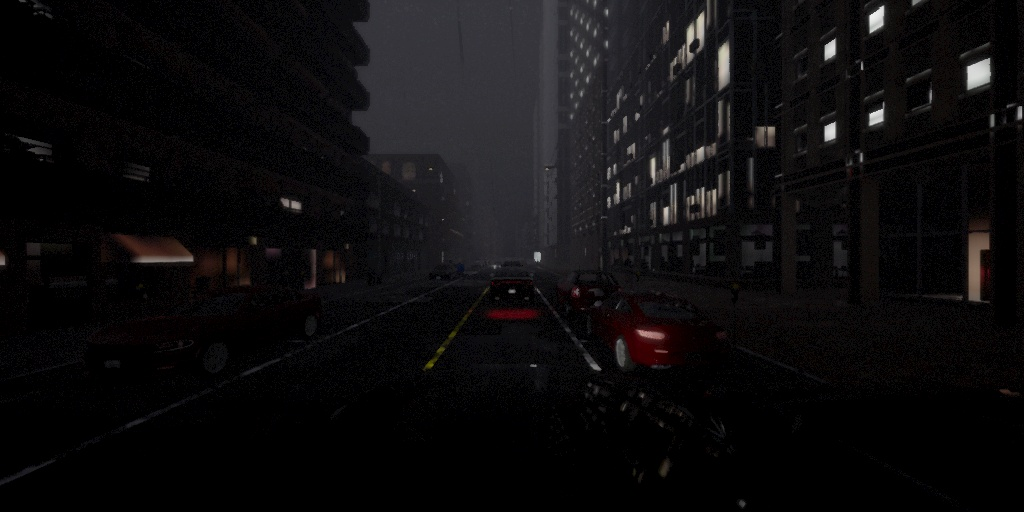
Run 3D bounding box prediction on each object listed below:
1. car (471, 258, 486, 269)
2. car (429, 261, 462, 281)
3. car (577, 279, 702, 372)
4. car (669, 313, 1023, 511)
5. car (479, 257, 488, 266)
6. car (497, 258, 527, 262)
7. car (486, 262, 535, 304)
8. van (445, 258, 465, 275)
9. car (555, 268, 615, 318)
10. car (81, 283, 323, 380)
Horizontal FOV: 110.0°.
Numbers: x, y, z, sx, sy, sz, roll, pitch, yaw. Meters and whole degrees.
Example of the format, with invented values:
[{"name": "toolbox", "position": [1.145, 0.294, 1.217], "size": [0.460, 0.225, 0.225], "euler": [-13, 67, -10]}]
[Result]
[{"name": "car", "position": [-5.691, 1.339, 58.191], "size": [1.802, 1.307, 4.207], "euler": [0, 0, 0]}, {"name": "car", "position": [-5.692, 1.316, 29.949], "size": [1.948, 1.339, 4.313], "euler": [0, 0, 0]}, {"name": "car", "position": [2.689, 1.330, 7.355], "size": [1.802, 1.307, 4.207], "euler": [0, 0, 0]}, {"name": "car", "position": [2.690, 1.313, 1.705], "size": [1.948, 1.339, 4.313], "euler": [0, 0, 0]}, {"name": "car", "position": [-5.691, 1.343, 63.840], "size": [1.802, 1.307, 4.207], "euler": [0, 0, 0]}, {"name": "car", "position": [0.000, 1.117, 31.470], "size": [2.097, 1.767, 4.553], "euler": [0, 0, 0]}, {"name": "car", "position": [0.000, 1.234, 16.500], "size": [1.882, 1.535, 5.008], "euler": [0, 0, 0]}, {"name": "van", "position": [-5.691, 1.091, 35.598], "size": [1.690, 1.789, 3.998], "euler": [0, 0, 0]}, {"name": "car", "position": [2.689, 1.188, 13.002], "size": [1.967, 1.591, 4.097], "euler": [0, 0, 0]}, {"name": "car", "position": [-5.691, 1.293, 7.355], "size": [1.888, 1.381, 4.507], "euler": [0, 0, 0]}]
